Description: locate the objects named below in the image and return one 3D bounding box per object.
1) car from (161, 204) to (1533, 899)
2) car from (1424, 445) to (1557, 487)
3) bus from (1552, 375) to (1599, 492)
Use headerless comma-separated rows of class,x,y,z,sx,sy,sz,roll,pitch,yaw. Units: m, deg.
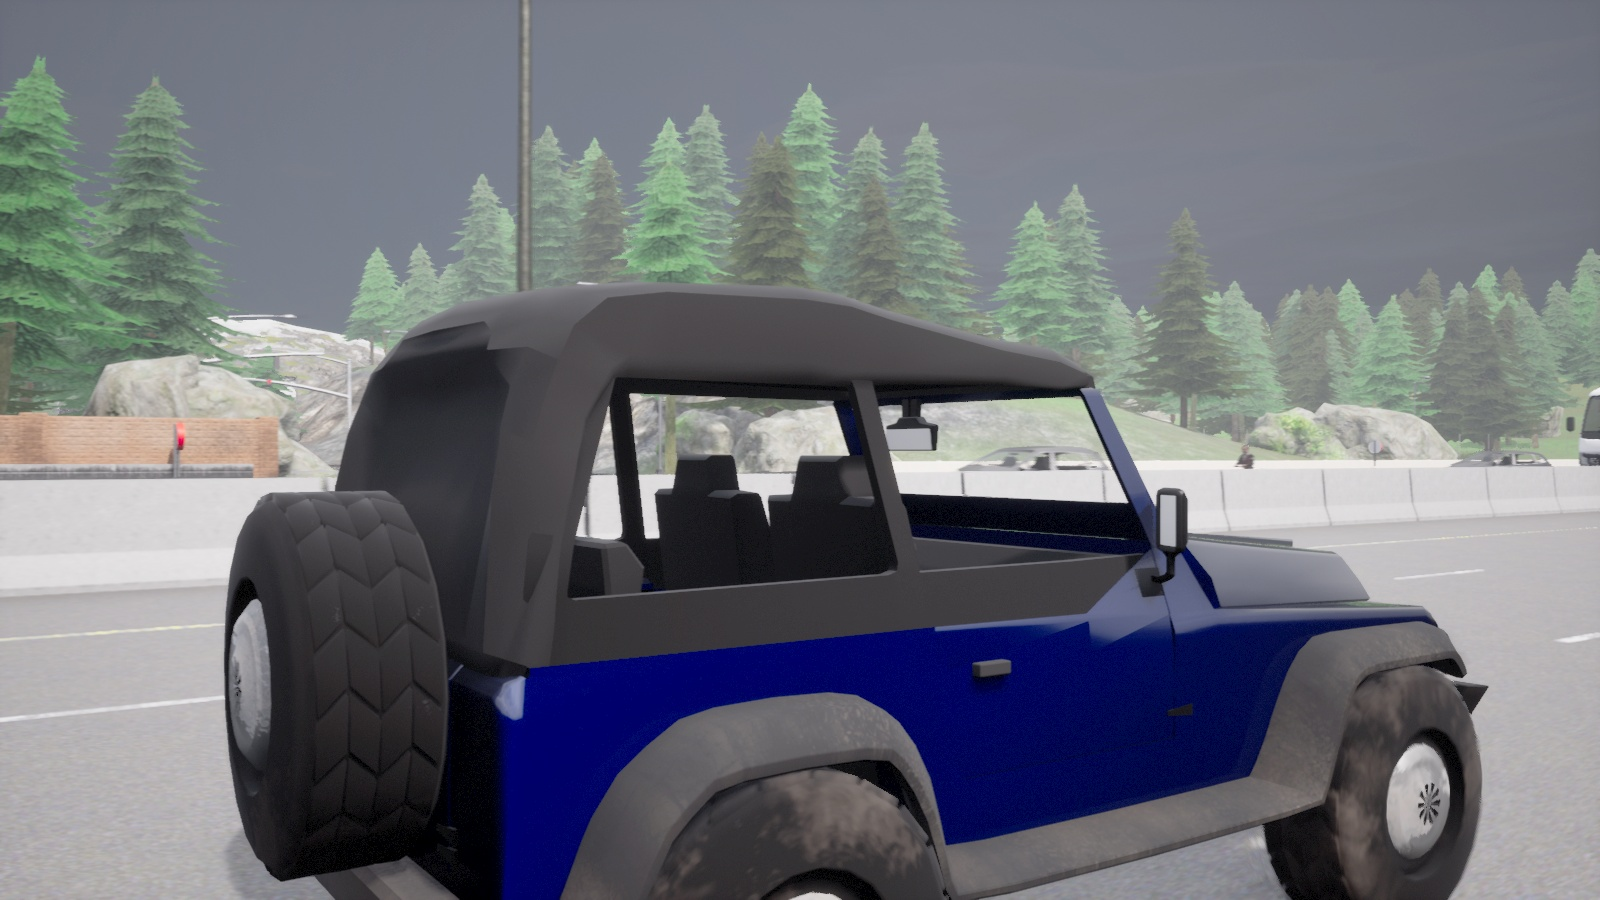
car,0.321,0.550,3.883,3.866,1.878,1.905,0,0,-35
car,28.715,0.658,52.267,4.611,1.667,2.242,0,0,-15
bus,33.489,-0.584,48.295,10.273,4.253,3.944,0,0,-35
